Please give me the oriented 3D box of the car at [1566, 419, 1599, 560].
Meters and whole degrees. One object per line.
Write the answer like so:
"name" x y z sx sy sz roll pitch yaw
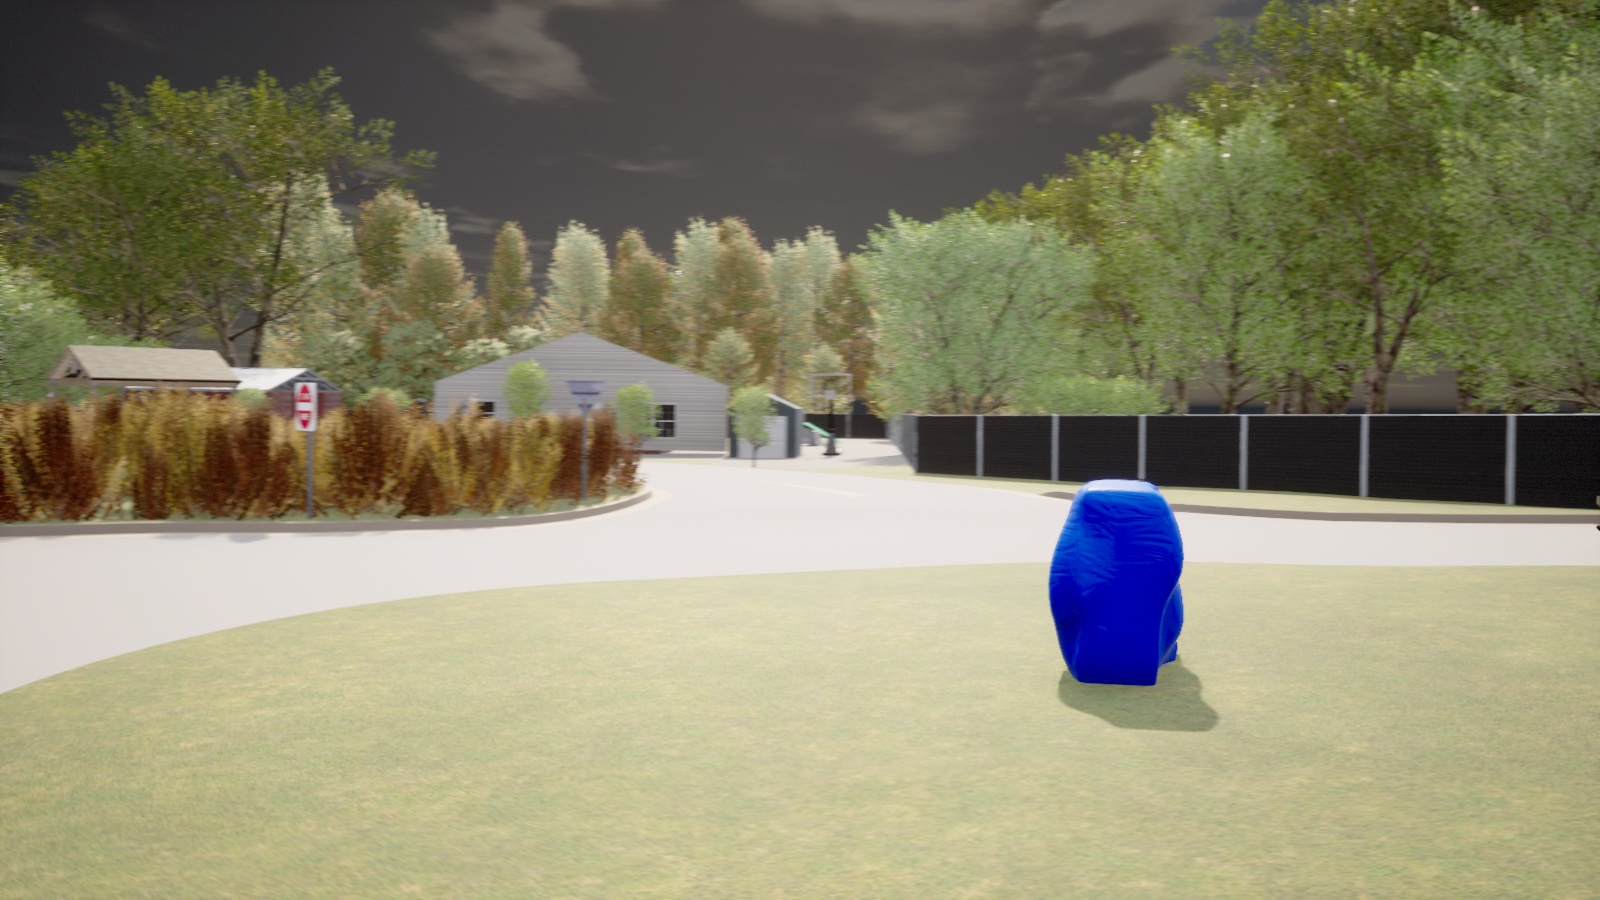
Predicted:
"car" 10.949 0.409 13.100 2.033 1.649 4.856 -1 -1 -18
